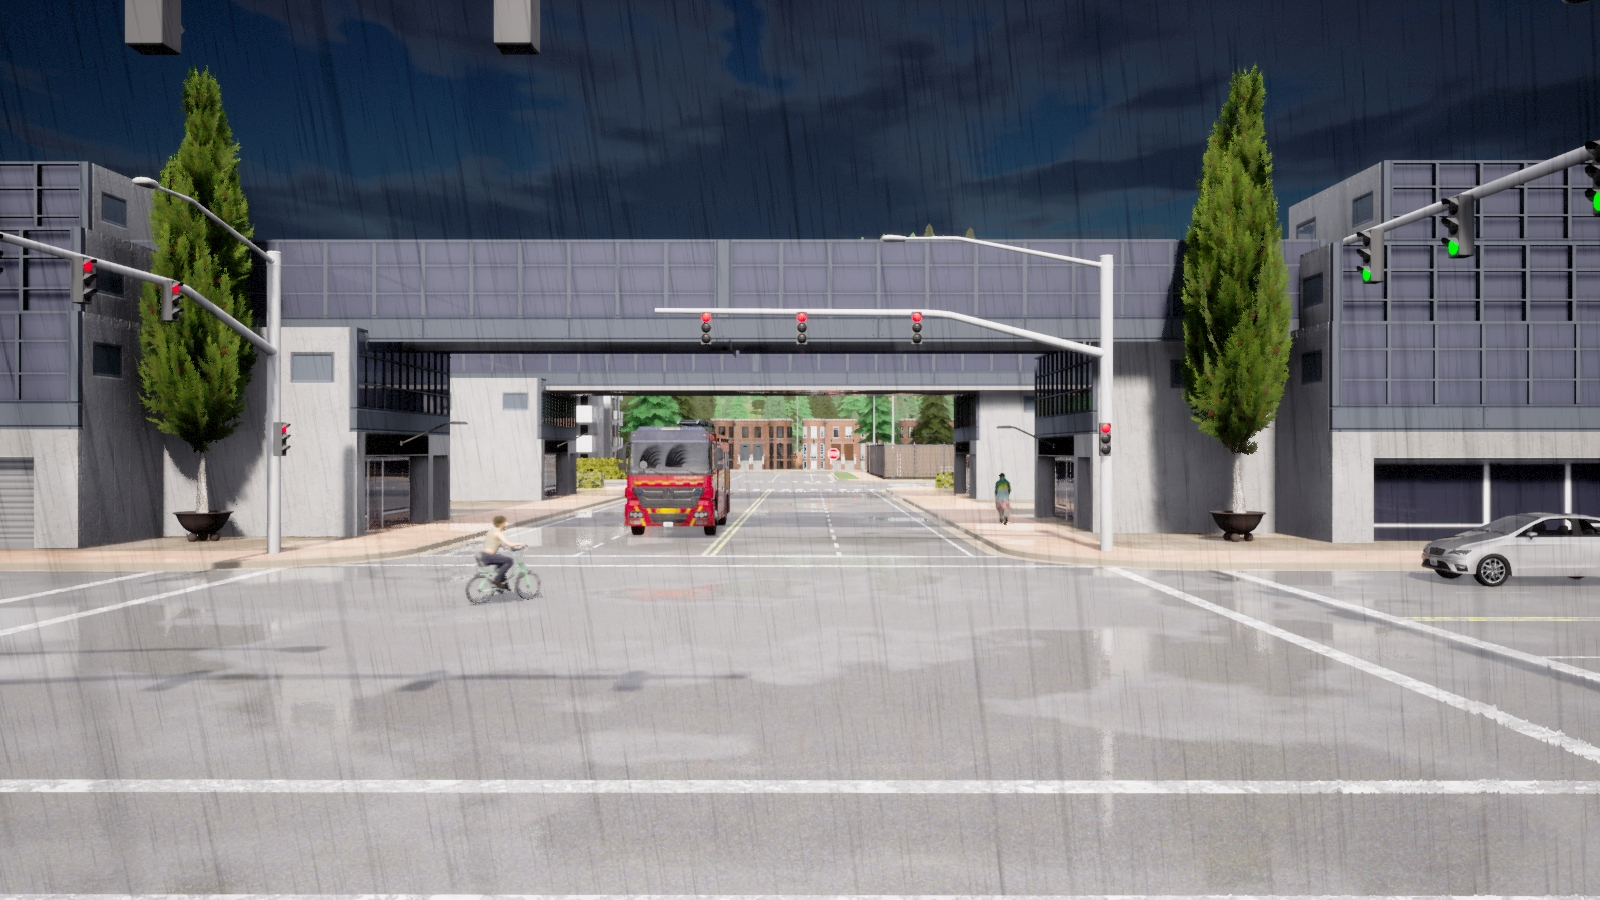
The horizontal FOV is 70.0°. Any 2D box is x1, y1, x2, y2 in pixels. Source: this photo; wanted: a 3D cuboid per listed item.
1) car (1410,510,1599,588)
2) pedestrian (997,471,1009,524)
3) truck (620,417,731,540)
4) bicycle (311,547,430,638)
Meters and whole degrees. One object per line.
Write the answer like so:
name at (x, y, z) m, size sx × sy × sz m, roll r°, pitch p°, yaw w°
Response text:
car at (15.490, 2.066, 24.189) m, size 4.193 × 1.474 × 1.816 m, roll 0°, pitch 0°, yaw 0°
pedestrian at (7.243, 1.698, 40.772) m, size 0.375 × 1.860 × 0.375 m, roll 0°, pitch 0°, yaw 2°
truck at (-4.133, 0.890, 39.814) m, size 2.891 × 3.827 × 8.468 m, roll 0°, pitch 0°, yaw 0°
bicycle at (-6.543, 2.158, 17.449) m, size 1.487 × 1.276 × 0.859 m, roll 0°, pitch 0°, yaw 2°
